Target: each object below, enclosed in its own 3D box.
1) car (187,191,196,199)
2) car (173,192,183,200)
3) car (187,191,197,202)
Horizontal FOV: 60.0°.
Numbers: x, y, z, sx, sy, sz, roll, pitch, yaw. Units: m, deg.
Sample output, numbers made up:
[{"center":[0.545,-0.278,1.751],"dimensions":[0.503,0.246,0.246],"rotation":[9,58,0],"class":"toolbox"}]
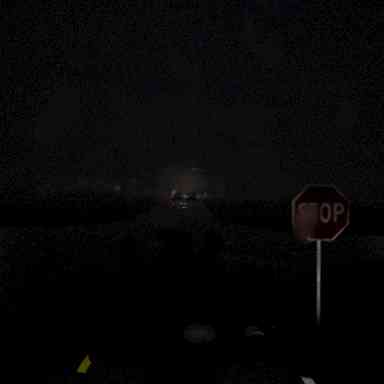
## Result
[{"center":[-0.015,0.645,70.947],"dimensions":[1.837,1.490,4.892],"rotation":[0,1,0],"class":"car"},{"center":[-2.765,0.828,65.942],"dimensions":[1.882,1.535,5.008],"rotation":[0,1,0],"class":"car"},{"center":[-0.014,0.972,60.916],"dimensions":[1.812,1.442,4.674],"rotation":[0,1,0],"class":"car"}]
